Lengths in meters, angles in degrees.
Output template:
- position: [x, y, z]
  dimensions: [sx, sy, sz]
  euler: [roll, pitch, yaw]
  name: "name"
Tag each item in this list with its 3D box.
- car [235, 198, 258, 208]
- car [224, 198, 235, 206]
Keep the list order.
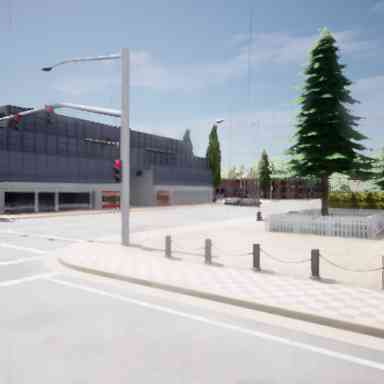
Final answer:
- position: [8.744, 1.613, 50.417]
  dimensions: [1.994, 1.385, 4.181]
  euler: [0, 0, 36]
  name: "car"
- position: [7.185, 1.603, 54.209]
  dimensions: [2.033, 1.411, 5.357]
  euler: [0, 0, 36]
  name: "car"
